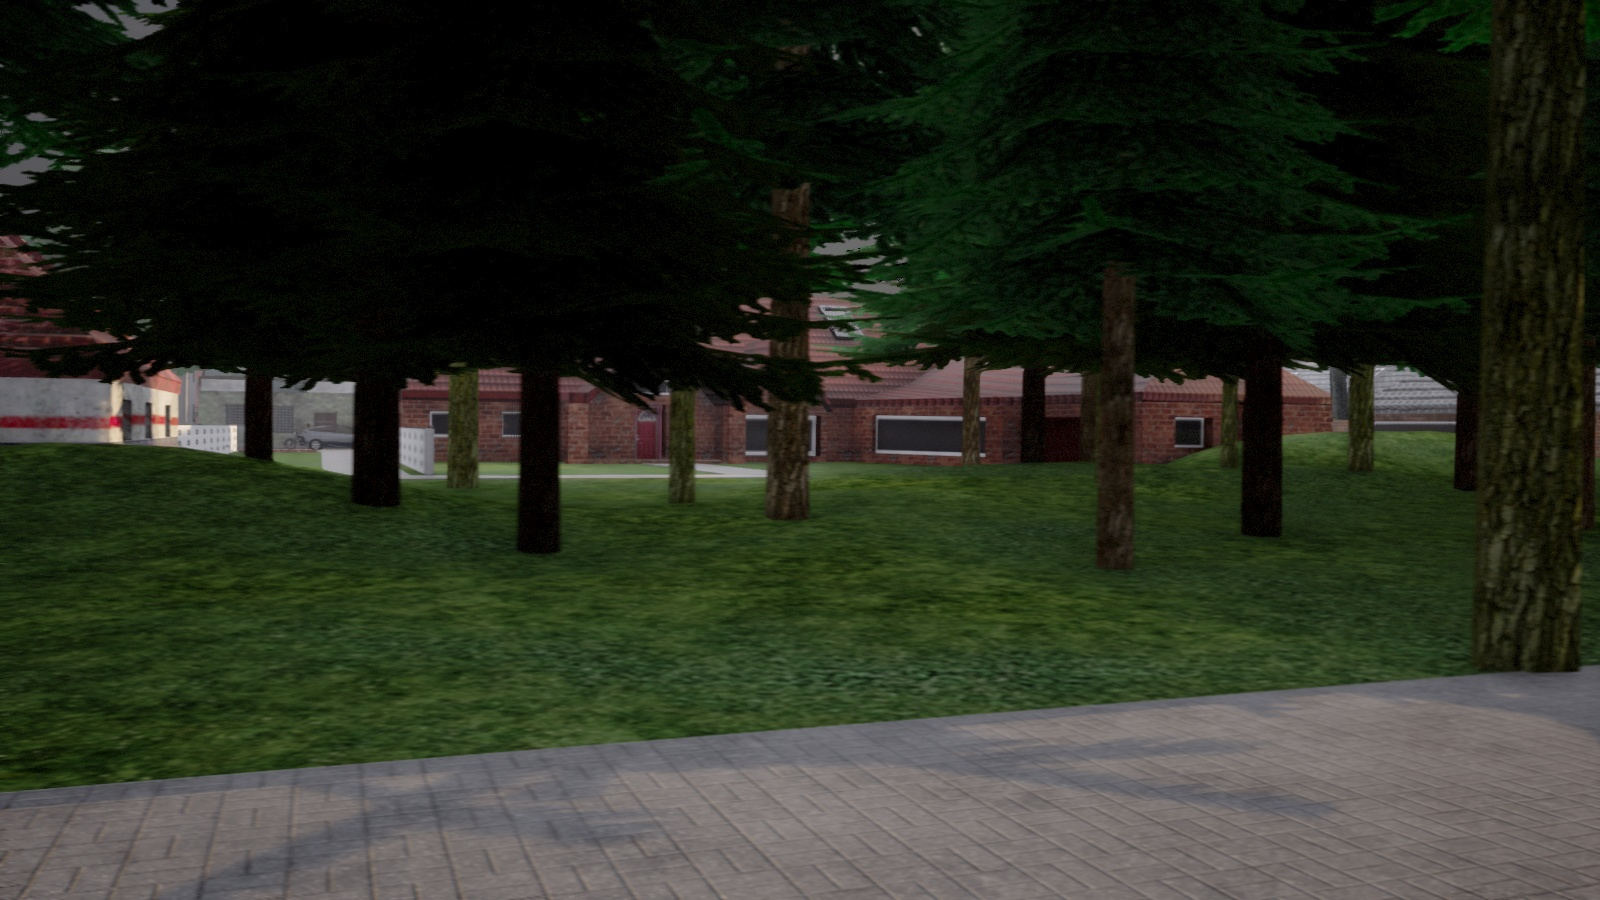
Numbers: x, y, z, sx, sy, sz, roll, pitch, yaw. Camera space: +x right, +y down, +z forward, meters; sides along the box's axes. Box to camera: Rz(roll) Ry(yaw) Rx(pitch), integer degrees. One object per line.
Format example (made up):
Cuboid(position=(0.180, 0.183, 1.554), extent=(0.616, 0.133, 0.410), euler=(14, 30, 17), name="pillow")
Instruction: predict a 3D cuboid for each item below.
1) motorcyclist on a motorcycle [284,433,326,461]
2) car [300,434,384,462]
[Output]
Cuboid(position=(-29.949, -0.165, 76.018), extent=(2.350, 1.649, 0.766), euler=(-1, 1, -21), name="motorcyclist on a motorcycle")
Cuboid(position=(-26.613, -0.155, 73.006), extent=(4.514, 1.525, 2.007), euler=(-1, 1, -21), name="car")
